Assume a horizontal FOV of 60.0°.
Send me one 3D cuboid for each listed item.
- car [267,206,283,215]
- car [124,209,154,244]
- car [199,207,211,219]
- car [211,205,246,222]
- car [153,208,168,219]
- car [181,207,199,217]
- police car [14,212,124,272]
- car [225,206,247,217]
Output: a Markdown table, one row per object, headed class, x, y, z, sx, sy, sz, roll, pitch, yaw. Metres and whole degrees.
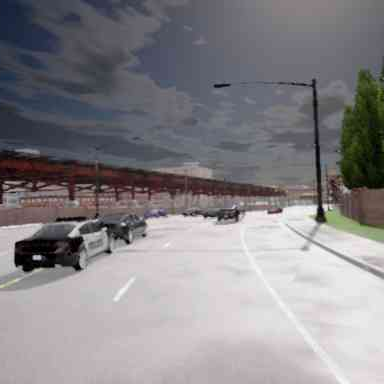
| class | x | y | z | sx | sy | sz | roll | pitch | yaw |
| --- | --- | --- | --- | --- | --- | --- | --- | --- | --- |
| car | 14.194 | 3.113 | 56.610 | 1.994 | 1.385 | 4.181 | -3 | -3 | 25 |
| car | -3.711 | 1.848 | 17.783 | 1.837 | 1.490 | 4.892 | -2 | -1 | 7 |
| car | 2.821 | 2.489 | 39.816 | 1.994 | 1.385 | 4.181 | -3 | -3 | 23 |
| car | 3.610 | 1.960 | 30.752 | 2.128 | 1.511 | 4.902 | -3 | -3 | 17 |
| car | -5.147 | 3.092 | 48.080 | 1.812 | 1.442 | 4.674 | -3 | -3 | 23 |
| car | 0.076 | 3.113 | 51.323 | 1.837 | 1.490 | 4.892 | -3 | -3 | 25 |
| police car | -4.281 | 1.704 | 12.156 | 1.930 | 1.638 | 5.238 | -2 | -1 | 4 |
| car | 6.542 | 2.844 | 49.151 | 1.837 | 1.490 | 4.892 | -3 | -3 | 25 |
